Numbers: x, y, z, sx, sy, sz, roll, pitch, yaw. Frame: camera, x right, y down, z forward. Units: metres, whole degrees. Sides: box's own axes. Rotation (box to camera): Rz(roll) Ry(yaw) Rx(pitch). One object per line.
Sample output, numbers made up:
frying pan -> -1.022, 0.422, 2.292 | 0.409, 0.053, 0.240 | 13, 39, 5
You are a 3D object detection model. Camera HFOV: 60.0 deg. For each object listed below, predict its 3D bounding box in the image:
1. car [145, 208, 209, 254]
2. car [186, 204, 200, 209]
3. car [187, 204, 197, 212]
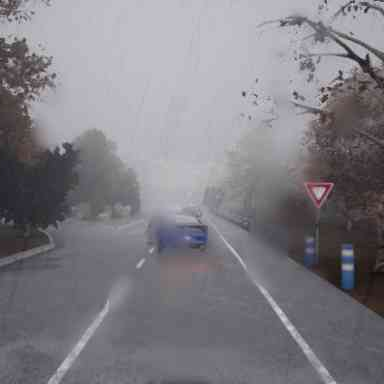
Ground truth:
car -> -0.777, 1.582, 13.966 | 1.882, 1.535, 5.008 | 1, -2, -14
car -> 0.085, 2.165, 34.245 | 1.895, 1.301, 4.718 | 0, -2, 0
car -> -0.022, 2.928, 62.042 | 1.812, 1.442, 4.674 | 0, -2, 0
